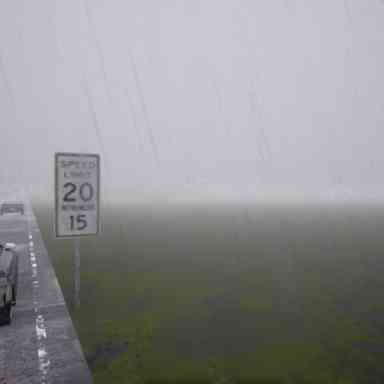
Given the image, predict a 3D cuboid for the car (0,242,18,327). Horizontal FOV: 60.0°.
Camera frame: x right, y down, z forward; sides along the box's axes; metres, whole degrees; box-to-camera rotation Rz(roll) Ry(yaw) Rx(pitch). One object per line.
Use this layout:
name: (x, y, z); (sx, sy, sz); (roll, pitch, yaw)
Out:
car: (-4.554, 1.562, 6.526); (1.994, 1.385, 4.181); (0, 0, -27)

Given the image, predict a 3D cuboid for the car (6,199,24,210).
car: (-22.649, 1.558, 42.763); (1.895, 1.301, 4.718); (0, 0, -26)

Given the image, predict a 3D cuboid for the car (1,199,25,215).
car: (-17.919, 1.455, 33.393); (1.882, 1.535, 5.008); (0, 0, -26)
